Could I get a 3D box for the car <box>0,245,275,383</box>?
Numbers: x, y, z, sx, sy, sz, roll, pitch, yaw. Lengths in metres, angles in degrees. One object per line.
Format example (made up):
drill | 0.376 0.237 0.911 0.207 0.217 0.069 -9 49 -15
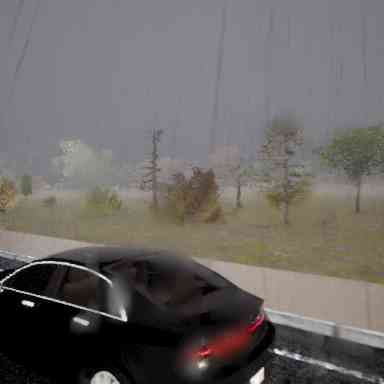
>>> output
car | -1.356 1.507 4.541 4.892 1.490 1.837 0 0 36
